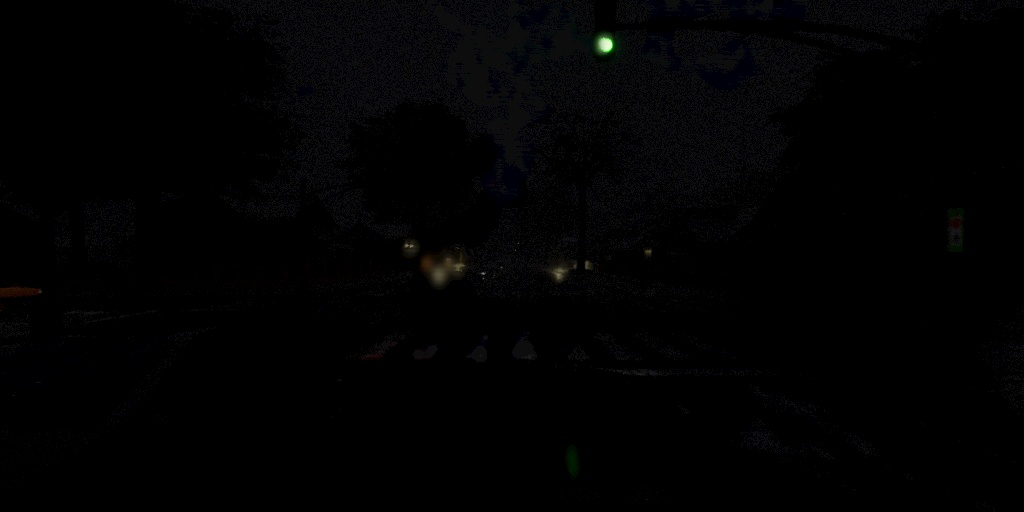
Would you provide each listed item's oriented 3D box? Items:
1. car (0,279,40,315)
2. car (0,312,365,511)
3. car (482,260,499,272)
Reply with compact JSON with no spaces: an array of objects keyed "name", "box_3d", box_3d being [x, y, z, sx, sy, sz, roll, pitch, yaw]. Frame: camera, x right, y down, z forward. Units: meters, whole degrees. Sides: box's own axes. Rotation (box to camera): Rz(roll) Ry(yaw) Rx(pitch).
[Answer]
[{"name":"car","box_3d":[-19.573,1.407,12.728,5.008,1.535,1.882,0,0,2]},{"name":"car","box_3d":[-3.246,1.310,3.362,2.033,1.411,5.357,0,0,0]},{"name":"car","box_3d":[-3.174,1.535,50.047,1.895,1.301,4.718,0,0,0]}]
